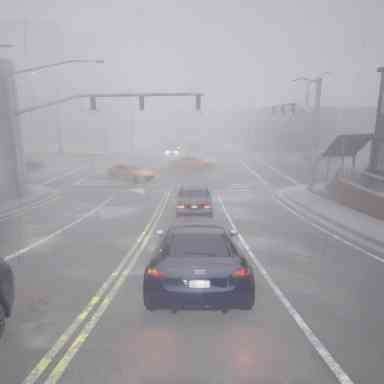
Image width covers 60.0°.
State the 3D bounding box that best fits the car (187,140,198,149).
[{"bbox_3d":[0.170,-8.774,60.492,1.837,1.490,4.892,0,12,0],"label":"car"}]

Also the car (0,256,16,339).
[{"bbox_3d":[-3.598,1.453,3.093,2.128,1.511,4.902,0,1,0],"label":"car"}]

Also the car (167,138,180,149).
[{"bbox_3d":[-3.498,-8.294,58.761,1.895,1.301,4.718,0,12,-2],"label":"car"}]

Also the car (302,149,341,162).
[{"bbox_3d":[16.171,-4.551,41.339,4.674,1.442,1.812,0,12,0],"label":"car"}]

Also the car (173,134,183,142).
[{"bbox_3d":[-3.413,-10.490,68.407,2.128,1.511,4.902,0,12,0],"label":"car"}]

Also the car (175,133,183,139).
[{"bbox_3d":[-3.388,-14.792,87.997,1.812,1.442,4.674,0,12,0],"label":"car"}]

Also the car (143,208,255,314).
[{"bbox_3d":[0.112,1.346,7.385,1.994,1.385,4.181,0,3,0],"label":"car"}]

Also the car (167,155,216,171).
[{"bbox_3d":[-0.060,-3.063,34.357,5.008,1.535,1.882,0,12,0],"label":"car"}]

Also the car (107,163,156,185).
[{"bbox_3d":[-5.110,-1.658,27.965,5.008,1.535,1.882,11,15,41],"label":"car"}]

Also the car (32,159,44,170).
[{"bbox_3d":[-17.837,-3.030,34.451,4.674,1.442,1.812,0,12,0],"label":"car"}]

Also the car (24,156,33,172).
[{"bbox_3d":[-17.965,-2.448,30.992,4.553,1.767,2.097,0,12,0],"label":"car"}]

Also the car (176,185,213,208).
[{"bbox_3d":[0.115,0.361,17.269,2.033,1.411,5.357,0,8,0],"label":"car"}]
